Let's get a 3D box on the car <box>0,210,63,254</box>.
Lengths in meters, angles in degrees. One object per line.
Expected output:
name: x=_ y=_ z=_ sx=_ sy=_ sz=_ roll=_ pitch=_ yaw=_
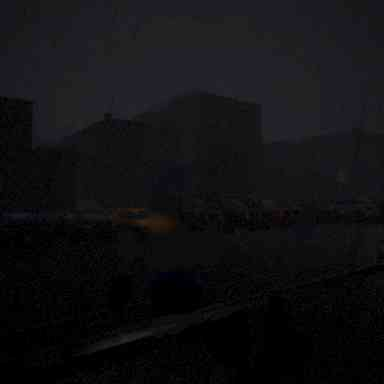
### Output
car: x=-7.195 y=1.481 z=13.735 sx=2.097 sy=1.535 sz=5.008 roll=0 pitch=0 yaw=-36

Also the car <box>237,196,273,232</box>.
car: x=1.781 y=1.258 z=20.135 sx=2.435 sy=2.045 sz=5.566 roll=0 pitch=0 yaw=-36

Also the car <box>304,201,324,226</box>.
car: x=6.245 y=1.562 z=23.360 sx=2.097 sy=1.535 sz=5.008 roll=1 pitch=0 yaw=-36

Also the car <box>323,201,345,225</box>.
car: x=8.462 y=1.630 z=24.990 sx=2.163 sy=1.488 sz=4.792 roll=1 pitch=-1 yaw=-36

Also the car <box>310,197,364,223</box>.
car: x=10.704 y=1.516 z=26.598 sx=2.185 sy=1.767 sz=4.553 roll=1 pitch=-1 yaw=-36

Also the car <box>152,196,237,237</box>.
car: x=-0.461 y=1.243 z=18.529 sx=2.435 sy=2.045 sz=5.566 roll=0 pitch=0 yaw=-36

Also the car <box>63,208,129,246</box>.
car: x=-4.957 y=1.521 z=15.341 sx=2.002 sy=1.452 sz=4.674 roll=0 pitch=0 yaw=-36

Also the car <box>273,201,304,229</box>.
car: x=4.019 y=1.283 z=21.737 sx=2.435 sy=2.045 sz=5.566 roll=1 pitch=0 yaw=-36

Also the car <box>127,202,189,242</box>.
car: x=-2.608 y=1.480 z=16.798 sx=1.946 sy=1.575 sz=5.366 roll=0 pitch=0 yaw=-36

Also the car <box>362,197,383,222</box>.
car: x=12.947 y=1.437 z=28.201 sx=2.435 sy=2.045 sz=5.566 roll=1 pitch=-1 yaw=-36
